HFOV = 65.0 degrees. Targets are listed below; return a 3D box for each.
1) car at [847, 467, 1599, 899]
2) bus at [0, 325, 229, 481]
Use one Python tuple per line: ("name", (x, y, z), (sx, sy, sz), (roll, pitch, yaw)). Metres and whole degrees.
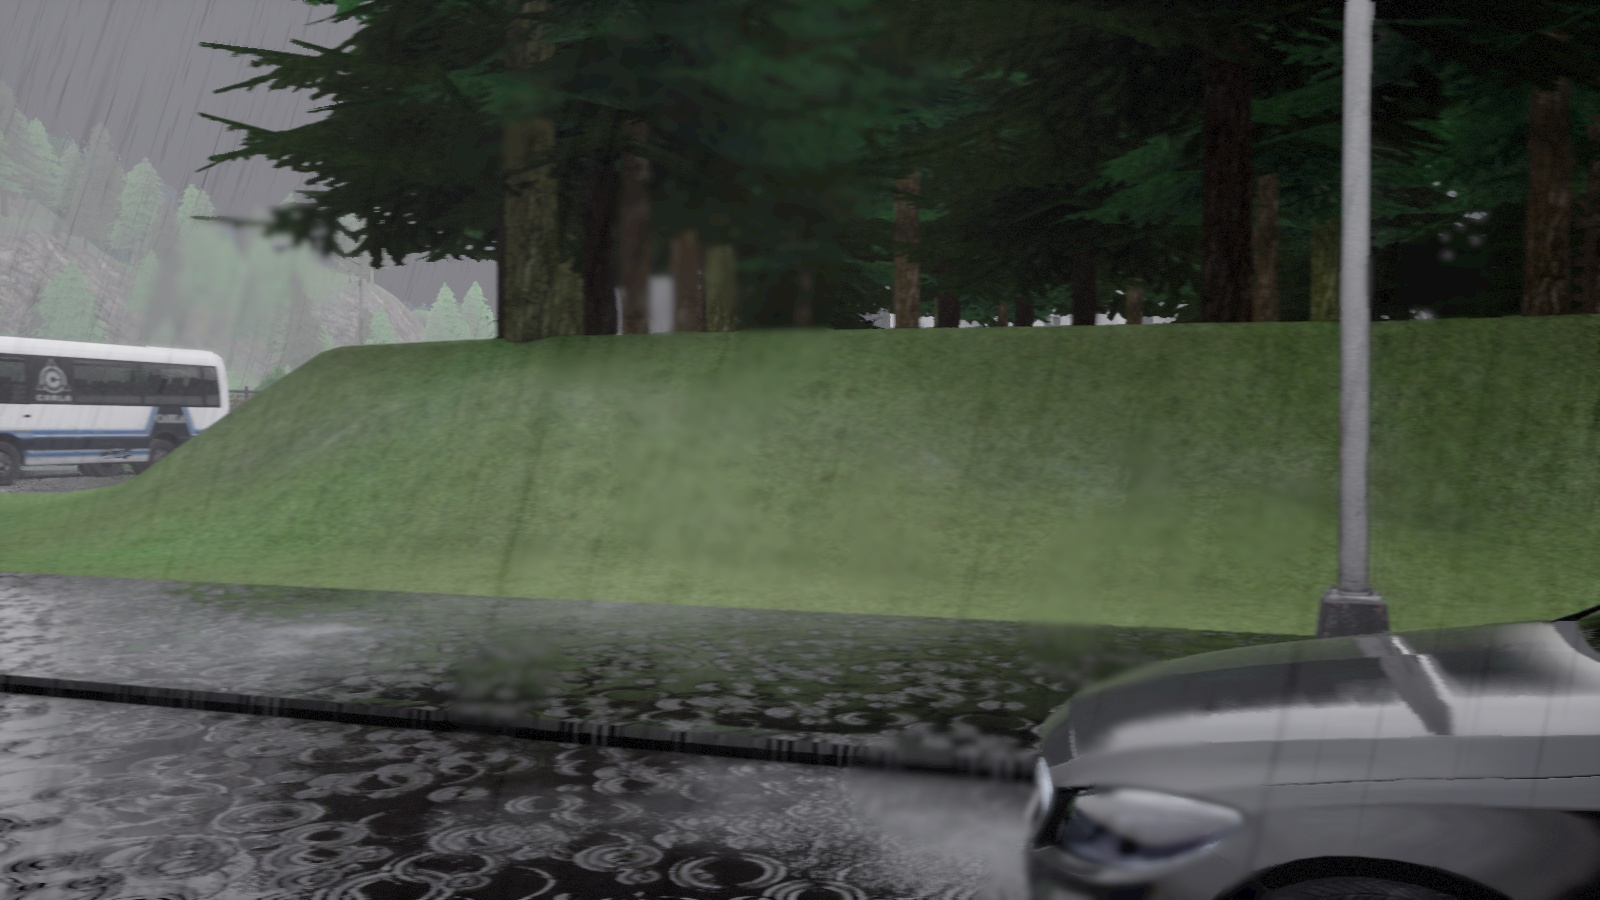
("car", (2.607, 0.820, 2.843), (4.674, 1.442, 1.812), (1, 1, 19))
("bus", (-22.745, -1.358, 38.059), (3.944, 4.253, 10.273), (1, 1, 19))
